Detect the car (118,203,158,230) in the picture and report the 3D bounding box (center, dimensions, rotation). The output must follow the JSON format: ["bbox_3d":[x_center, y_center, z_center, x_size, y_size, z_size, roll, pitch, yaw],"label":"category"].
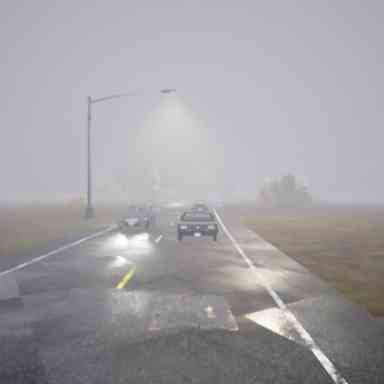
[{"bbox_3d":[-3.306,1.490,20.938,2.128,1.511,4.902,0,0,1],"label":"car"}]

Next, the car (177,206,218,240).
[{"bbox_3d":[0.291,1.601,17.046,1.895,1.301,4.718,0,0,1],"label":"car"}]

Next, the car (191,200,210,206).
[{"bbox_3d":[0.862,1.526,34.729,1.812,1.442,4.674,0,0,2],"label":"car"}]
